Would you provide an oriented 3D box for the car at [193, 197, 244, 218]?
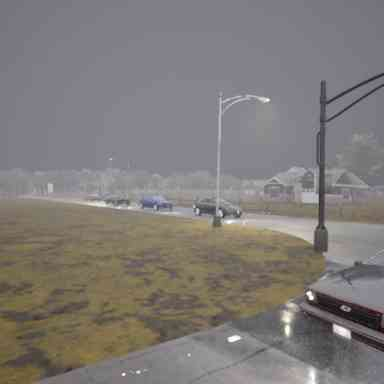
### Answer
[{"bbox_3d":[2.004,1.222,26.434,1.837,1.490,4.892,2,0,-35],"label":"car"}]

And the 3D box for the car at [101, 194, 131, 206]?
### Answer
[{"bbox_3d":[-9.581,1.104,42.734,1.895,1.301,4.718,2,-1,-35],"label":"car"}]

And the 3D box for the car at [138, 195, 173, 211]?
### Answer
[{"bbox_3d":[-3.791,1.079,34.581,1.882,1.535,5.008,2,0,-36],"label":"car"}]

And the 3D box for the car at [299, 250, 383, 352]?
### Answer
[{"bbox_3d":[4.451,1.547,5.846,5.357,1.411,2.033,0,0,-27],"label":"car"}]

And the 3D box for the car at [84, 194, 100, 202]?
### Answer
[{"bbox_3d":[-18.247,1.002,61.105,2.033,1.411,5.357,2,-1,-35],"label":"car"}]
